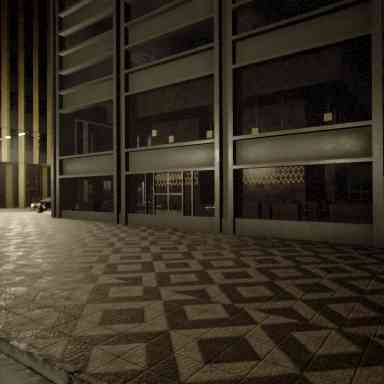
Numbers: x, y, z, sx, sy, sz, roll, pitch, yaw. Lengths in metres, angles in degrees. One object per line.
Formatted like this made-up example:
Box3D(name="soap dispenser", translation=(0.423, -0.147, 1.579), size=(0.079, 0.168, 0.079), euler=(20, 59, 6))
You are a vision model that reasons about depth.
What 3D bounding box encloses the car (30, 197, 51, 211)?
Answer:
Box3D(name="car", translation=(-16.002, 1.343, 38.249), size=(2.128, 1.511, 4.902), euler=(0, 0, 36))
